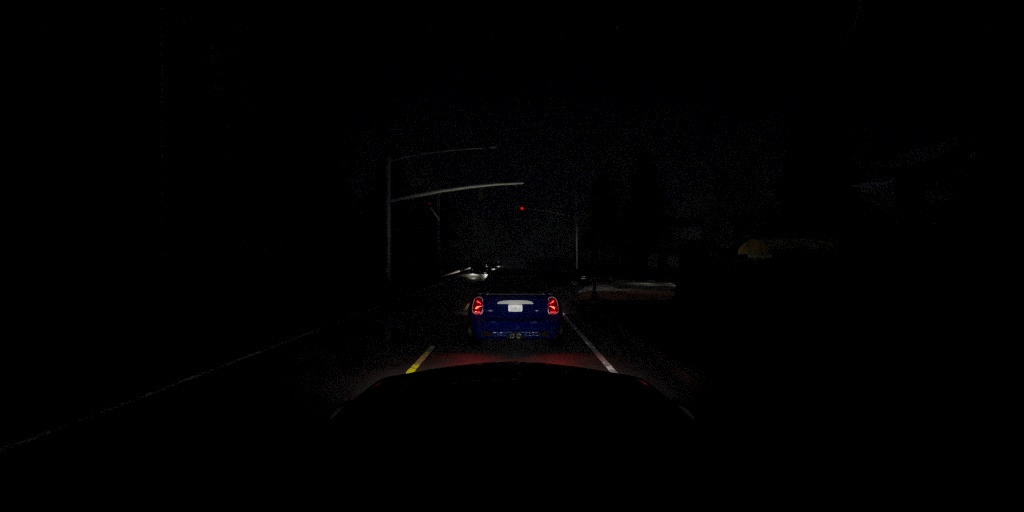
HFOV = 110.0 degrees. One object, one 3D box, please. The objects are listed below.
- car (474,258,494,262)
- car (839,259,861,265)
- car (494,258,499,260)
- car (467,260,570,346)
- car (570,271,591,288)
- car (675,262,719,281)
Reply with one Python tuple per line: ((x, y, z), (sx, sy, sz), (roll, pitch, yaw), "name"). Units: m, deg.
((-3.603, 1.102, 41.824), (2.097, 1.767, 4.553), (0, 0, 0), "car")
((25.339, 1.129, 25.842), (5.566, 2.045, 2.150), (0, 0, 12), "car")
((-3.587, 1.351, 59.017), (1.895, 1.301, 4.718), (0, 0, 0), "car")
((0.078, 1.102, 9.560), (2.097, 1.767, 4.553), (0, 0, 0), "car")
((2.842, 1.316, 24.458), (5.008, 1.535, 1.882), (0, 1, 24), "car")
((14.864, 1.259, 27.095), (4.553, 1.767, 2.097), (0, 0, 5), "car")
